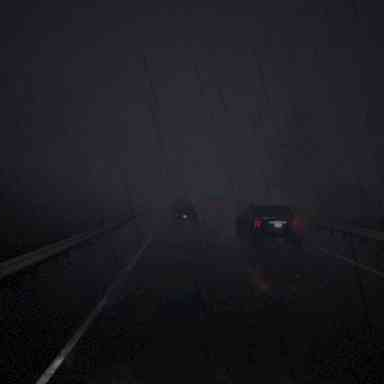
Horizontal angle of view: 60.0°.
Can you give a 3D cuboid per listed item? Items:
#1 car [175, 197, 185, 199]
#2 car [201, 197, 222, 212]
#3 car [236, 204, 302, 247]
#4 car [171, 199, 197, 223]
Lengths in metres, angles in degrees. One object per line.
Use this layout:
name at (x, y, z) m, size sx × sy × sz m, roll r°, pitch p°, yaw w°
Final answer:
car at (-1.514, 1.459, 41.679) m, size 1.837 × 1.490 × 4.892 m, roll 0°, pitch 0°, yaw -3°
car at (2.173, 1.308, 38.471) m, size 2.097 × 1.767 × 4.553 m, roll 0°, pitch 0°, yaw -3°
car at (3.312, 1.333, 15.169) m, size 2.097 × 1.767 × 4.553 m, roll 0°, pitch 0°, yaw -2°
car at (-0.599, 1.498, 24.973) m, size 1.812 × 1.442 × 4.674 m, roll 0°, pitch 0°, yaw -3°
